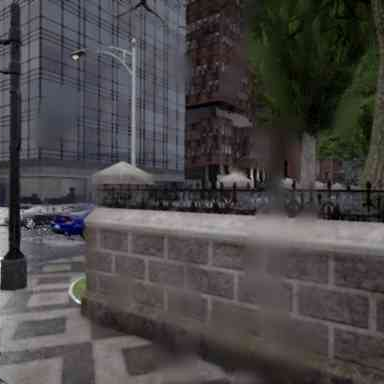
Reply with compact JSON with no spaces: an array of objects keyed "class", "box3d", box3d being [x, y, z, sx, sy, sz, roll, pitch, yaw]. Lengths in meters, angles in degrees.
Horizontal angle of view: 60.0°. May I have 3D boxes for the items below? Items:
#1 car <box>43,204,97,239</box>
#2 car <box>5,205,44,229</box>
[{"class":"car","box3d":[-4.694,1.440,17.215,1.882,1.535,5.008,0,0,37]},{"class":"car","box3d":[-9.179,1.466,20.668,2.008,1.369,4.403,0,0,36]}]
